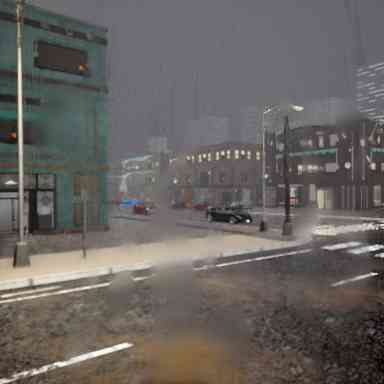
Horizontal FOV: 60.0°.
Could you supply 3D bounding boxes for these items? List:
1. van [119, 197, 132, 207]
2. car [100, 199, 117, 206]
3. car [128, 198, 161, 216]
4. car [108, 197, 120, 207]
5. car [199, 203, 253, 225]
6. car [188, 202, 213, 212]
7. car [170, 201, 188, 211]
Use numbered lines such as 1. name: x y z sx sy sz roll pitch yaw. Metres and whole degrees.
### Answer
1. van: -11.124 1.884 60.372 1.690 1.788 3.998 -2 0 -35
2. car: -17.535 2.205 69.395 1.887 1.381 4.507 -2 0 -35
3. car: -5.121 1.830 37.470 1.967 1.590 4.097 -2 0 -35
4. car: -14.333 1.917 64.883 2.192 1.841 5.009 -2 0 -35
5. car: 2.825 1.798 26.091 1.947 1.339 4.313 -2 0 -35
6. car: 1.711 1.880 42.329 1.802 1.307 4.206 -2 0 -35
7. car: -1.496 1.942 46.839 1.802 1.307 4.206 -2 0 -35
